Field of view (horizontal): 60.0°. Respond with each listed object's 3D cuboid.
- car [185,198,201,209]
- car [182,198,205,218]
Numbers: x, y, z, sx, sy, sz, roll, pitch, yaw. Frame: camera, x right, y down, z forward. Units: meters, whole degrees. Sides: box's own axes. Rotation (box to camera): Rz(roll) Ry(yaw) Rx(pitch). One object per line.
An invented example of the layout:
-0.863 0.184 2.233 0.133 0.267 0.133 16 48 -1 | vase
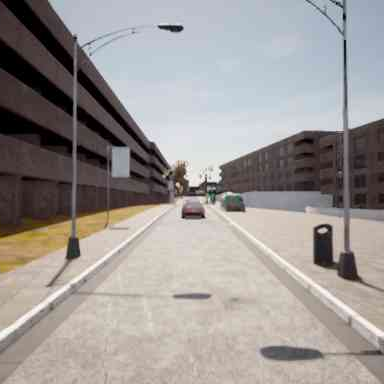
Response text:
0.095 1.517 46.087 2.033 1.411 5.357 0 -1 0 | car
0.097 1.478 29.415 1.994 1.385 4.181 0 0 0 | car
